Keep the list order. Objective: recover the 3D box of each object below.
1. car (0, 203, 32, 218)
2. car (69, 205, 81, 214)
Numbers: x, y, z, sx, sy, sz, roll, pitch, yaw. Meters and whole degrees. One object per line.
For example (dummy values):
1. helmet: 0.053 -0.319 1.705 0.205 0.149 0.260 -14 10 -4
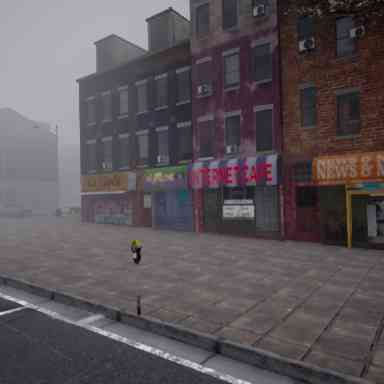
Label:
1. car: -16.208 1.630 28.922 1.994 1.385 4.181 -2 -1 36
2. car: -10.757 1.609 36.514 2.033 1.411 5.357 -2 -1 35
